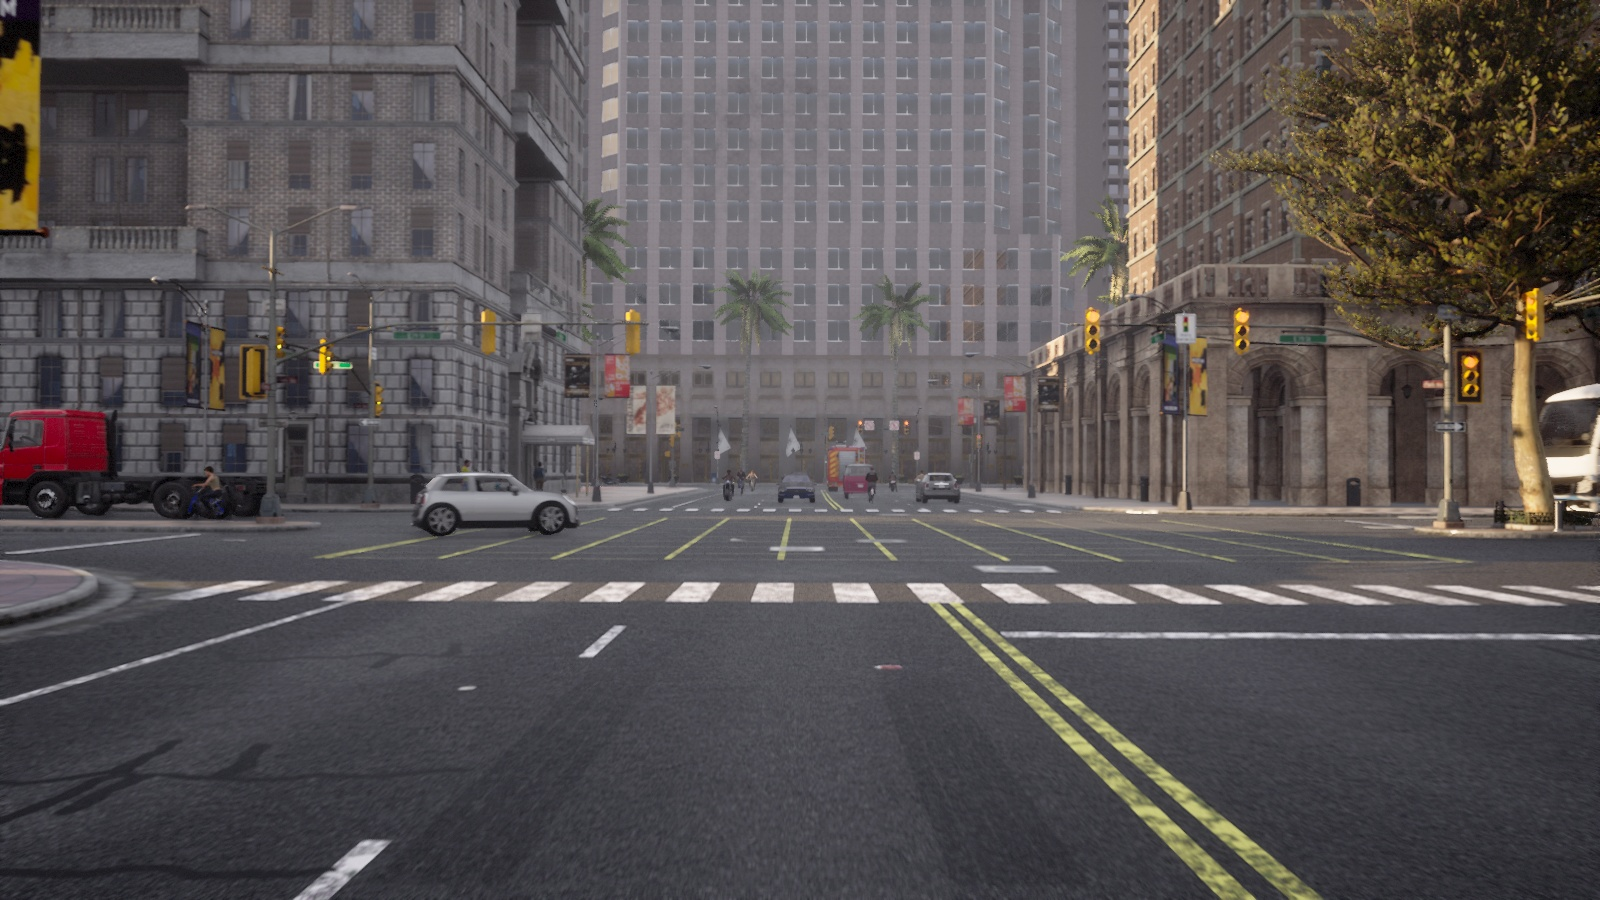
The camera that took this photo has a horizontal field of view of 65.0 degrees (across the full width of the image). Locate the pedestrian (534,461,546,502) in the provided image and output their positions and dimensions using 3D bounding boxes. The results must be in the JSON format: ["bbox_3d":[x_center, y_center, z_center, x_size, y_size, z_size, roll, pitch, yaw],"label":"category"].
[{"bbox_3d":[-12.582,1.518,60.803,0.423,1.949,0.788,0,-1,-1],"label":"pedestrian"}]

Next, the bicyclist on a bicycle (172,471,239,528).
[{"bbox_3d":[-17.156,1.414,36.251,1.509,1.612,0.866,0,-1,0],"label":"bicyclist on a bicycle"}]

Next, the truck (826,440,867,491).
[{"bbox_3d":[3.561,1.241,97.917,2.891,3.827,8.468,0,-1,1],"label":"truck"}]

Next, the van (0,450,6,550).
[{"bbox_3d":[-18.588,1.019,24.799,4.480,2.038,2.069,0,-1,0],"label":"van"}]

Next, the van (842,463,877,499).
[{"bbox_3d":[3.363,1.731,71.814,1.775,1.987,4.442,0,-1,0],"label":"van"}]

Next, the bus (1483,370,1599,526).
[{"bbox_3d":[25.892,-0.074,36.084,10.273,4.253,3.944,-1,-1,1],"label":"bus"}]

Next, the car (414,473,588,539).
[{"bbox_3d":[-7.237,1.306,30.347,3.806,1.475,1.970,0,-1,-23],"label":"car"}]

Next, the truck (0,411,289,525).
[{"bbox_3d":[-20.743,0.569,39.782,7.936,3.462,2.891,0,-1,0],"label":"truck"}]

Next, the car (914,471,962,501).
[{"bbox_3d":[6.845,1.779,62.630,1.970,1.475,3.806,0,-1,0],"label":"car"}]

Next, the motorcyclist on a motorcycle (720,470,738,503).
[{"bbox_3d":[-3.653,1.836,64.446,0.766,1.649,2.350,0,-1,0],"label":"motorcyclist on a motorcycle"}]

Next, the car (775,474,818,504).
[{"bbox_3d":[-0.155,1.886,62.447,2.033,1.411,5.357,0,-1,0],"label":"car"}]
